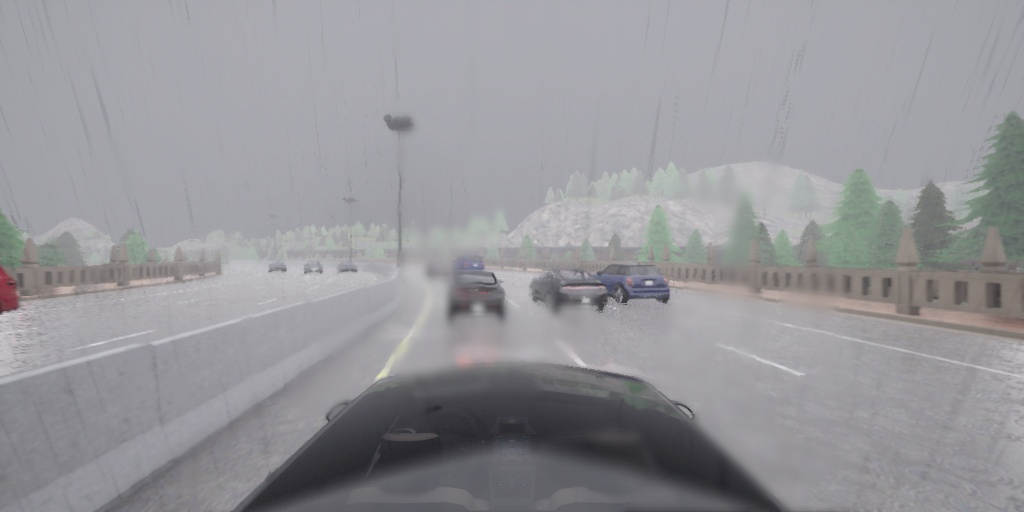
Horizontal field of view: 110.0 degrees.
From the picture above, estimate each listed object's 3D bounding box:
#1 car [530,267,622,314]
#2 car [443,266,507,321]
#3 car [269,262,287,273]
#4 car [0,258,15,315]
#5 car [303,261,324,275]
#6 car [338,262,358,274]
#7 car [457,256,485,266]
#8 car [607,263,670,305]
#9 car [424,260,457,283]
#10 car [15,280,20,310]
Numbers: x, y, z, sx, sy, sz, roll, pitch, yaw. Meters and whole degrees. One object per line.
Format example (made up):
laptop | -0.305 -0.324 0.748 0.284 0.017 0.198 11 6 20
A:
car | 1.999 1.239 13.781 2.128 1.511 4.902 0 0 -9
car | -1.343 1.257 12.631 1.837 1.490 4.892 0 0 -9
car | -30.981 1.463 47.428 2.033 1.411 5.357 0 0 -36
car | -7.323 0.975 1.756 2.150 2.045 5.566 0 0 -3
car | -23.032 1.352 41.645 2.128 1.511 4.902 0 0 -31
car | -19.856 1.391 43.237 2.033 1.411 5.357 0 0 -30
car | -4.397 0.992 36.075 2.150 2.045 5.566 0 0 -22
car | 5.087 1.094 16.338 2.097 1.767 4.553 0 0 -10
car | -6.876 1.327 32.945 2.033 1.411 5.357 0 0 -22
car | -14.902 0.988 7.826 2.150 2.045 5.566 0 0 -8
